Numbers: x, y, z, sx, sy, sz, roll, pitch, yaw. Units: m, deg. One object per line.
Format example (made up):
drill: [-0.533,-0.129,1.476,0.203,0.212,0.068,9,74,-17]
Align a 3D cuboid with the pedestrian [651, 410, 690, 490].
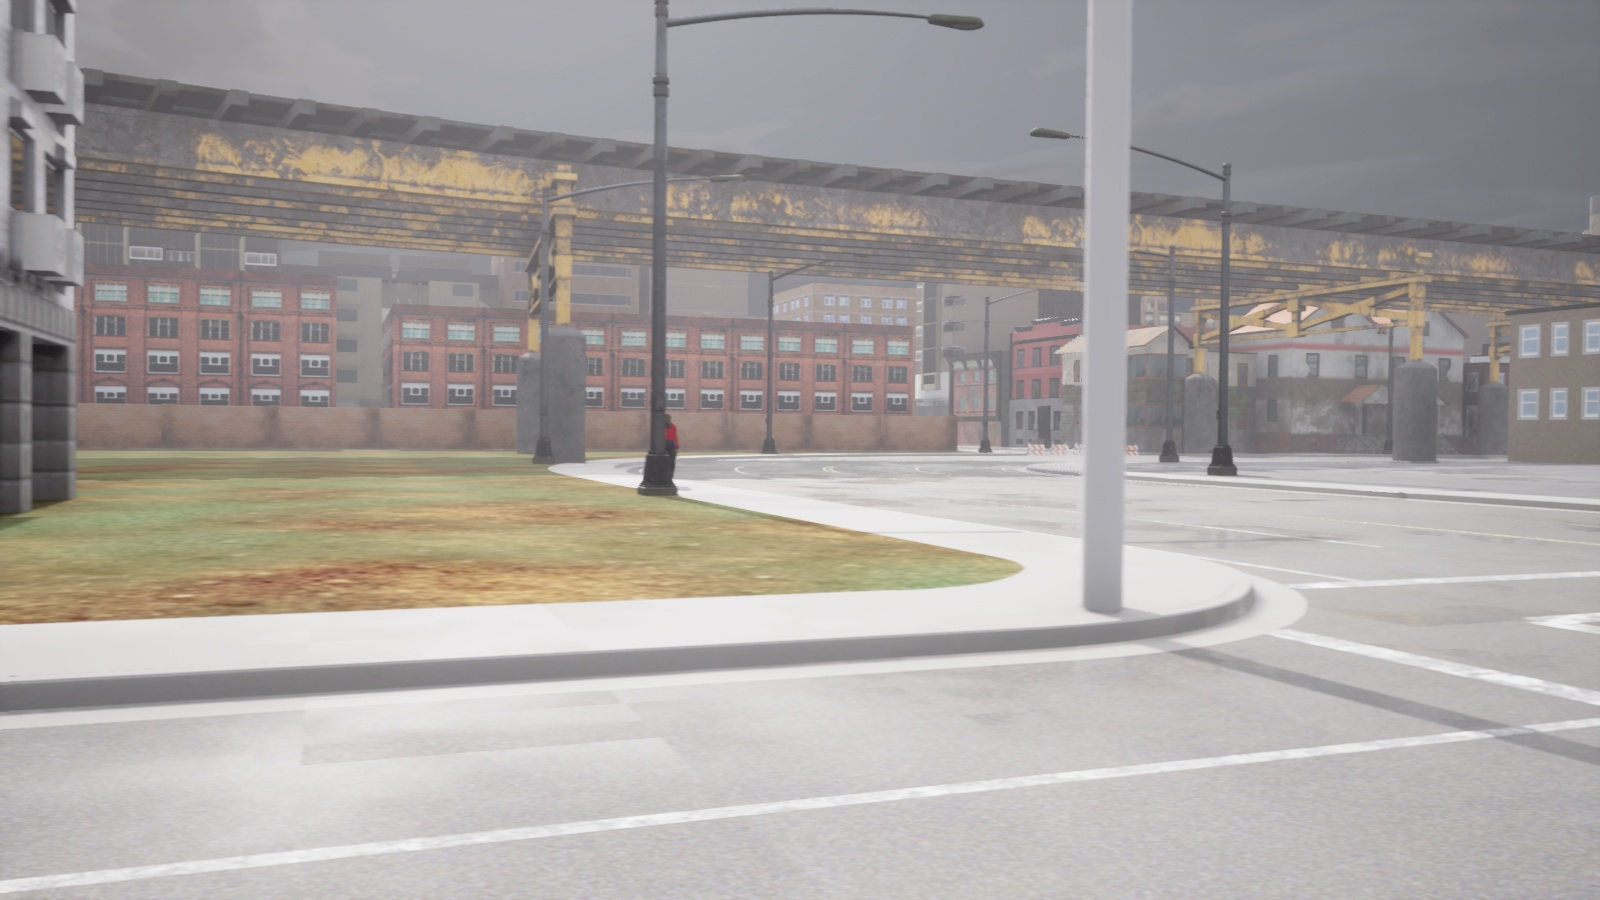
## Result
pedestrian: [-3.045,0.000,29.439,0.634,1.844,0.899,-1,1,-25]
